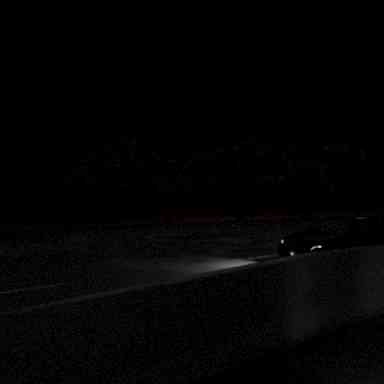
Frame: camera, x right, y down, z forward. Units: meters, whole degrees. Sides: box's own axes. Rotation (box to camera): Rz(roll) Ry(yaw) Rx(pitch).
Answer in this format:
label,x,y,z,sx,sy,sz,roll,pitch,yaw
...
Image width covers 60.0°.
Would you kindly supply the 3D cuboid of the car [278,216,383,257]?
label,x,y,z,sx,sy,sz,roll,pitch,yaw
car,4.981,1.538,10.873,4.674,1.442,1.812,0,0,-29
